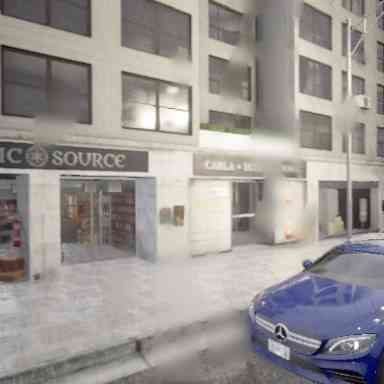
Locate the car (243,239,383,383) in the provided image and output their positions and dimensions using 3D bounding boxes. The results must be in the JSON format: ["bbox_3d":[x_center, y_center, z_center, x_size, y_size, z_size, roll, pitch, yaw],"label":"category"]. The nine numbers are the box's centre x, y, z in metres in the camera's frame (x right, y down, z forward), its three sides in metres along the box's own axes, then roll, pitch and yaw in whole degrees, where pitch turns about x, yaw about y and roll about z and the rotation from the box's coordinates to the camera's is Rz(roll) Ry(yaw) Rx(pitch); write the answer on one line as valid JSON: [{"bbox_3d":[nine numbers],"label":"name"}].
[{"bbox_3d":[2.879,1.526,5.124,4.674,1.442,1.812,0,0,-35],"label":"car"}]
